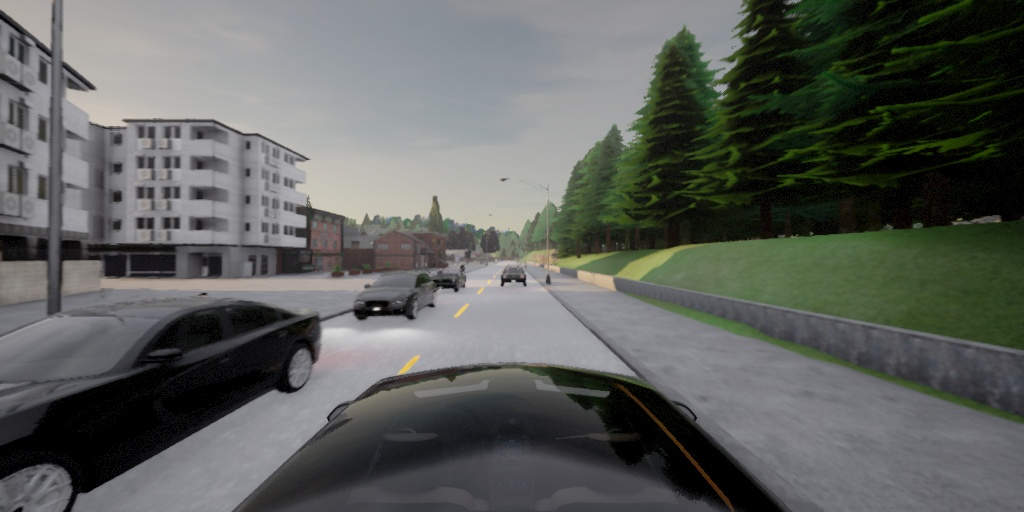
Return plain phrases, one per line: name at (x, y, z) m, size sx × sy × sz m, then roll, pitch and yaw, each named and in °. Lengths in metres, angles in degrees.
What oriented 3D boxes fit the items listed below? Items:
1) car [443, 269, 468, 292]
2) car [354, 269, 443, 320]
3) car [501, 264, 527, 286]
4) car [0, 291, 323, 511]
car at (-4.004, 1.471, 22.426) m, size 1.895 × 1.301 × 4.718 m, roll 0°, pitch 0°, yaw 1°
car at (-3.992, 1.322, 13.013) m, size 1.837 × 1.490 × 4.892 m, roll 0°, pitch 0°, yaw 0°
car at (0.114, 1.506, 27.439) m, size 1.895 × 1.301 × 4.718 m, roll 0°, pitch 0°, yaw 0°
car at (-4.097, 1.236, 3.932) m, size 1.882 × 1.535 × 5.008 m, roll 0°, pitch 0°, yaw 0°
